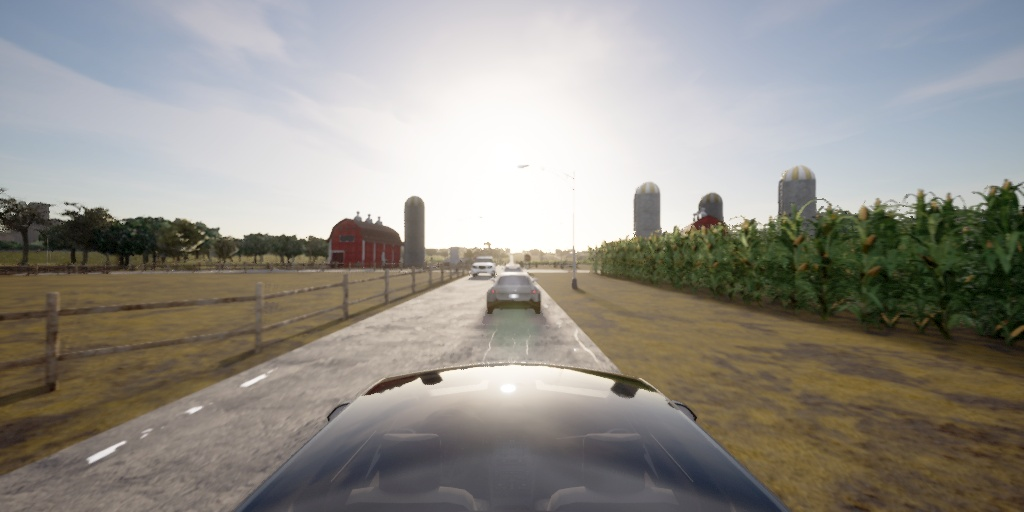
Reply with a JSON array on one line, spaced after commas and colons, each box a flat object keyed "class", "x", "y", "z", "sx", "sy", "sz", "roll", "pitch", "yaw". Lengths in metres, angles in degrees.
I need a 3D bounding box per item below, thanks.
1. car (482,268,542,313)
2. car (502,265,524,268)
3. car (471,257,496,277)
[{"class": "car", "x": 0.075, "y": 1.318, "z": 14.017, "sx": 1.994, "sy": 1.385, "sz": 4.181, "roll": 0, "pitch": 0, "yaw": 0}, {"class": "car", "x": 0.076, "y": 1.356, "z": 28.387, "sx": 1.994, "sy": 1.385, "sz": 4.181, "roll": 0, "pitch": 0, "yaw": 0}, {"class": "car", "x": -2.802, "y": 1.063, "z": 36.530, "sx": 2.150, "sy": 2.045, "sz": 5.566, "roll": 0, "pitch": -1, "yaw": 0}]
